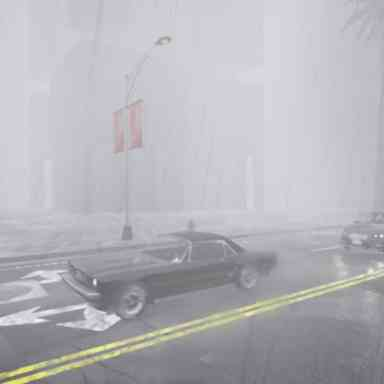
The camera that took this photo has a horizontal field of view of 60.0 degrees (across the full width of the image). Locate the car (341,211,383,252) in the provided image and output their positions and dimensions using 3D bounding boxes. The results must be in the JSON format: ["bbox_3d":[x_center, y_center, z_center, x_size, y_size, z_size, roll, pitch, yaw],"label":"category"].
[{"bbox_3d":[7.888,1.536,13.292,4.902,1.511,2.128,0,0,-35],"label":"car"}]

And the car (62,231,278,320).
[{"bbox_3d":[-0.310,1.611,7.456,4.718,1.301,1.895,0,0,-36],"label":"car"}]
